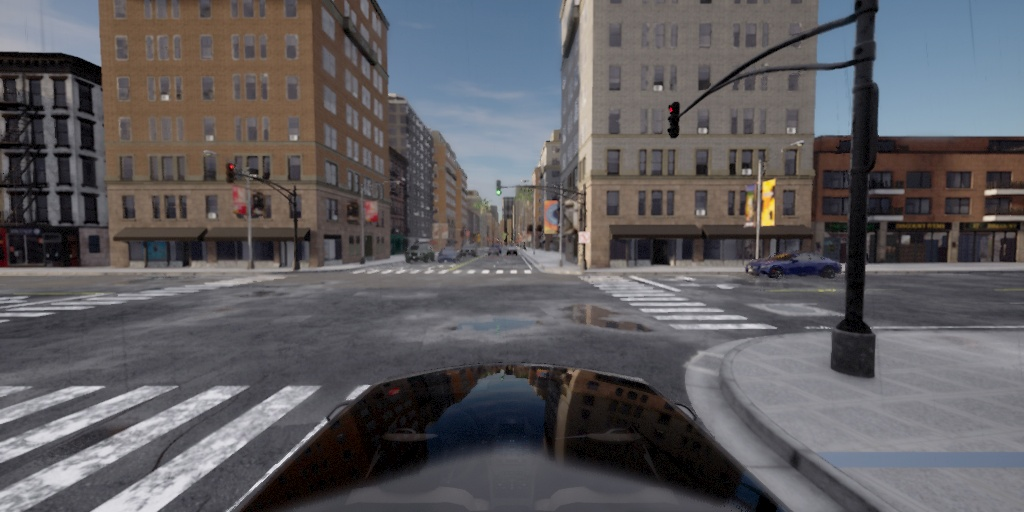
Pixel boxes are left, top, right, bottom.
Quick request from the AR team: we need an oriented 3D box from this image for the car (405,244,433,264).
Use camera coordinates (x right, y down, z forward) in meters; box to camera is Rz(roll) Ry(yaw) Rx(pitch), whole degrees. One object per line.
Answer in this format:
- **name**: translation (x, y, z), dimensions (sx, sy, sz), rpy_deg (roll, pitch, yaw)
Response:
- **car**: translation (-9.834, -0.277, 38.780), dimensions (2.150, 2.045, 5.566), rpy_deg (0, 2, 0)

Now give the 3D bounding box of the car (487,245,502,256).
- **car**: translation (-3.253, -0.797, 62.798), dimensions (2.128, 1.511, 4.902), rpy_deg (0, 2, 0)

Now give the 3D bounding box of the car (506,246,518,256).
- **car**: translation (-0.003, -0.811, 62.798), dimensions (1.882, 1.535, 5.008), rpy_deg (0, 2, 0)

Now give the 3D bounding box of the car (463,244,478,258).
- **car**: translation (-6.555, -0.808, 54.949), dimensions (2.150, 2.045, 5.566), rpy_deg (0, 2, 0)

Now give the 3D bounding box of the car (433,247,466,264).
- **car**: translation (-6.589, 0.065, 38.307), dimensions (2.033, 1.411, 5.357), rpy_deg (0, 2, 0)

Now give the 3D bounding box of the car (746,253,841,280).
- **car**: translation (15.824, 0.529, 20.243), dimensions (4.674, 1.442, 1.812), rpy_deg (0, 2, 0)
